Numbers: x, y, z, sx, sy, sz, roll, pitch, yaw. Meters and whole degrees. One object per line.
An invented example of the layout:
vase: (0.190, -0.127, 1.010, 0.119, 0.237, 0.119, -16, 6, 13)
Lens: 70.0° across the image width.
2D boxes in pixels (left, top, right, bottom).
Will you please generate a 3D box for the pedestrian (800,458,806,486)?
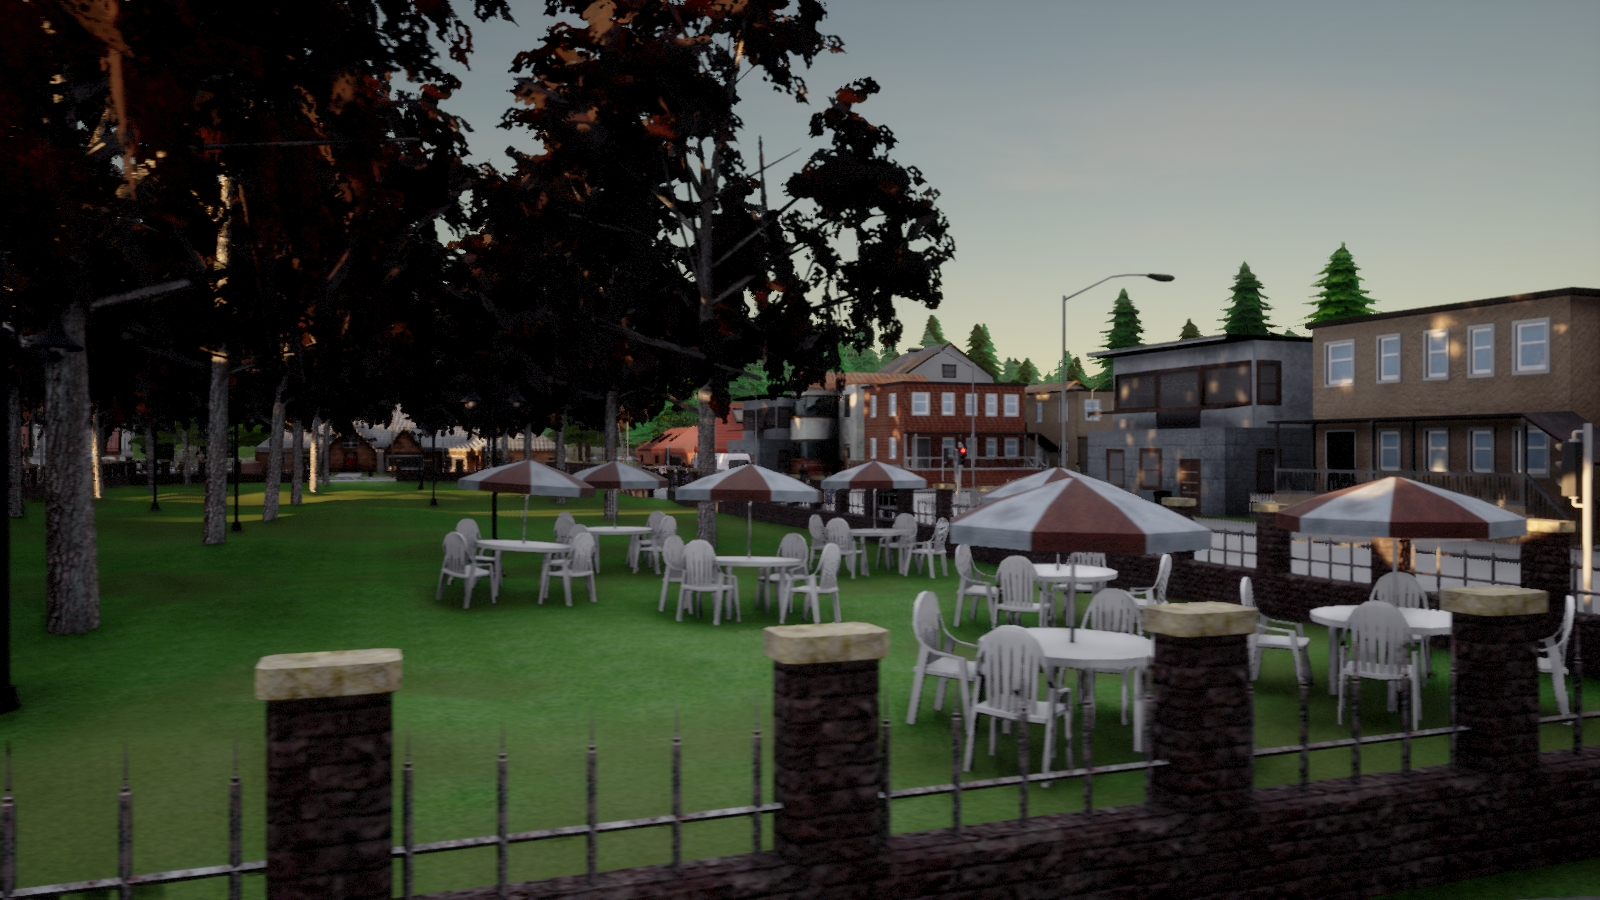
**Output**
pedestrian: (0.210, 1.518, 78.873, 0.375, 1.860, 0.375, 0, 0, 11)

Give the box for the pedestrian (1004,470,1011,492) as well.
pedestrian: (12.245, 1.827, 67.520, 0.375, 1.300, 0.375, 0, 0, 13)
